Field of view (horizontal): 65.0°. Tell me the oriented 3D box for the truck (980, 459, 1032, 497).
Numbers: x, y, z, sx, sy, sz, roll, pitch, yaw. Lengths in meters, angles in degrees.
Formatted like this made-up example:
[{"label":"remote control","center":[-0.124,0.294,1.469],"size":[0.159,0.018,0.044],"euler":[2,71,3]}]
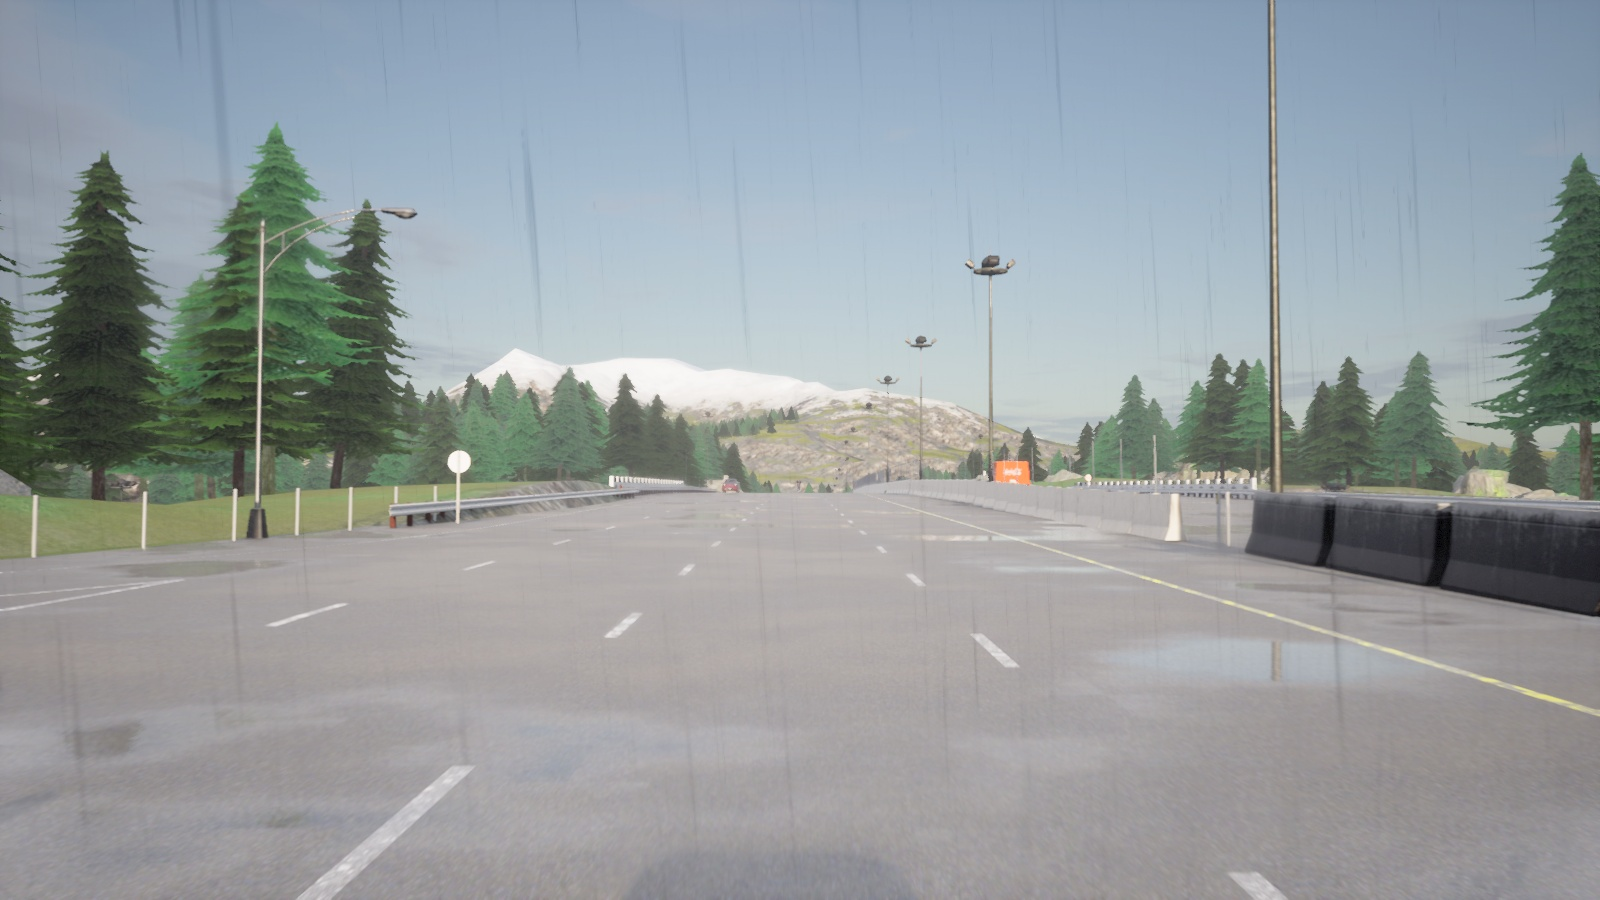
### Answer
[{"label":"truck","center":[13.862,1.884,84.685],"size":[2.627,2.467,5.204],"euler":[0,-1,0]}]
